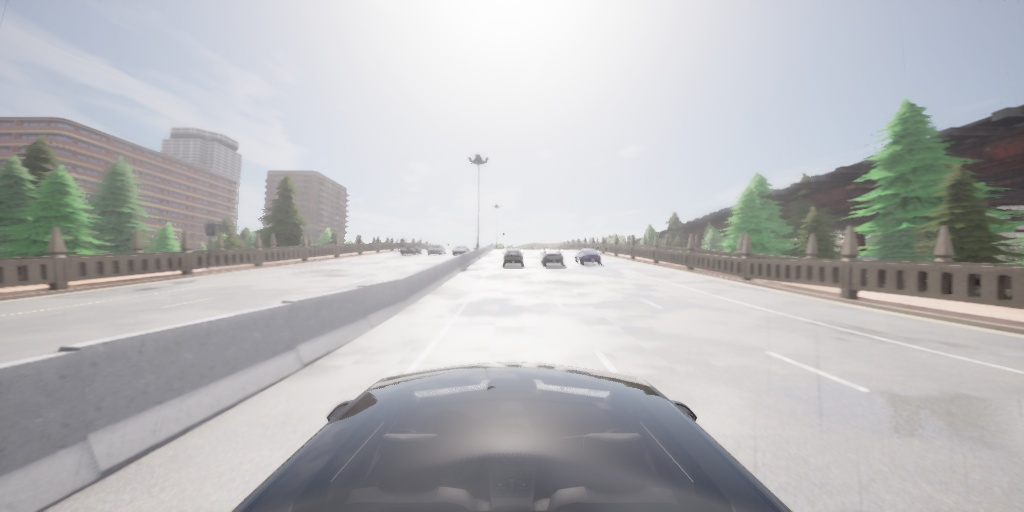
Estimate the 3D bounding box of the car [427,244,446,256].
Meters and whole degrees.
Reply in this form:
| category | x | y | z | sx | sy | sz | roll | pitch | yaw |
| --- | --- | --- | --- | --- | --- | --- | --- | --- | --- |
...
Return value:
| category | x | y | z | sx | sy | sz | roll | pitch | yaw |
| --- | --- | --- | --- | --- | --- | --- | --- | --- | --- |
| car | -10.503 | -0.859 | 50.013 | 1.837 | 1.490 | 4.892 | 0 | 4 | 0 |

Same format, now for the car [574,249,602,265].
| category | x | y | z | sx | sy | sz | roll | pitch | yaw |
| --- | --- | --- | --- | --- | --- | --- | --- | --- | --- |
| car | 7.124 | 0.045 | 33.810 | 1.812 | 1.442 | 4.674 | 0 | 3 | 0 |

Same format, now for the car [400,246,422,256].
| category | x | y | z | sx | sy | sz | roll | pitch | yaw |
| --- | --- | --- | --- | --- | --- | --- | --- | --- | --- |
| car | -13.999 | -0.750 | 49.691 | 1.895 | 1.301 | 4.718 | 0 | 3 | 1 |

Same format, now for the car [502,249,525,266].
| category | x | y | z | sx | sy | sz | roll | pitch | yaw |
| --- | --- | --- | --- | --- | --- | --- | --- | --- | --- |
| car | 0.118 | 0.063 | 32.821 | 1.837 | 1.490 | 4.892 | 0 | 4 | 0 |

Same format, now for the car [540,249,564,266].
| category | x | y | z | sx | sy | sz | roll | pitch | yaw |
| --- | --- | --- | --- | --- | --- | --- | --- | --- | --- |
| car | 3.619 | 0.057 | 32.796 | 2.128 | 1.511 | 4.902 | 0 | 3 | 0 |

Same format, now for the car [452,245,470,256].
| category | x | y | z | sx | sy | sz | roll | pitch | yaw |
| --- | --- | --- | --- | --- | --- | --- | --- | --- | --- |
| car | -7.002 | -0.783 | 49.557 | 2.033 | 1.411 | 5.357 | 0 | 3 | 1 |
